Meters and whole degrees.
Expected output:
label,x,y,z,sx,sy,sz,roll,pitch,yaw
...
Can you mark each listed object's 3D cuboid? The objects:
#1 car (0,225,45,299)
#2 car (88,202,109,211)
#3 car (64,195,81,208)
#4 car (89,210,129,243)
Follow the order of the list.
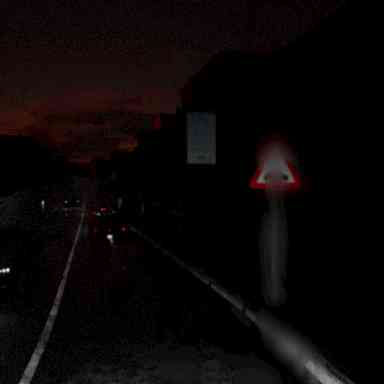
label,x,y,z,sx,sy,sz,roll,pitch,yaw
car,-5.113,1.679,8.718,2.128,1.511,4.902,-1,-1,-16
car,-9.930,1.872,35.227,1.837,1.490,4.892,-1,1,-17
car,-17.448,1.240,48.707,2.097,1.767,4.553,-1,3,-17
car,-4.613,1.890,18.090,1.895,1.301,4.718,-1,-1,-17
